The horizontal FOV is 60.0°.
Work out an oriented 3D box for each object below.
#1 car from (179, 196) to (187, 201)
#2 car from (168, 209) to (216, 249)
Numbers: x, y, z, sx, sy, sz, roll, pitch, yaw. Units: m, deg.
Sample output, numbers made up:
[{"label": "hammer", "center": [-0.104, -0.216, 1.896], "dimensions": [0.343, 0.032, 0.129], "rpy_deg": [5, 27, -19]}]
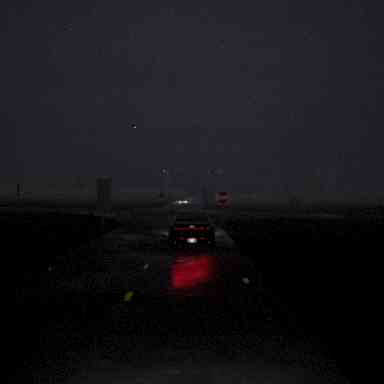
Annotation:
[{"label": "car", "center": [-2.432, 1.780, 88.171], "dimensions": [1.895, 1.301, 4.718], "rpy_deg": [0, 0, 0]}, {"label": "car", "center": [0.000, 1.529, 14.654], "dimensions": [1.837, 1.490, 4.892], "rpy_deg": [0, 0, 0]}]
